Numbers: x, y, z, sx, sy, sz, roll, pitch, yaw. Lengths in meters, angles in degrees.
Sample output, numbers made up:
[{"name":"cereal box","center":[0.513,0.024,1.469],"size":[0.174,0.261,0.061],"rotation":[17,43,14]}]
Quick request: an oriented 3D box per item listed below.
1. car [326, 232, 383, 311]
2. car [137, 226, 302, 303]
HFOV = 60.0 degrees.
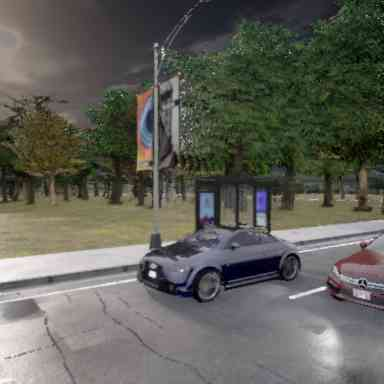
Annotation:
[{"name":"car","center":[4.850,1.520,7.144],"size":[4.674,1.442,1.812],"rotation":[0,0,-35]},{"name":"car","center":[0.788,1.560,8.238],"size":[4.181,1.385,1.994],"rotation":[0,0,-35]}]
